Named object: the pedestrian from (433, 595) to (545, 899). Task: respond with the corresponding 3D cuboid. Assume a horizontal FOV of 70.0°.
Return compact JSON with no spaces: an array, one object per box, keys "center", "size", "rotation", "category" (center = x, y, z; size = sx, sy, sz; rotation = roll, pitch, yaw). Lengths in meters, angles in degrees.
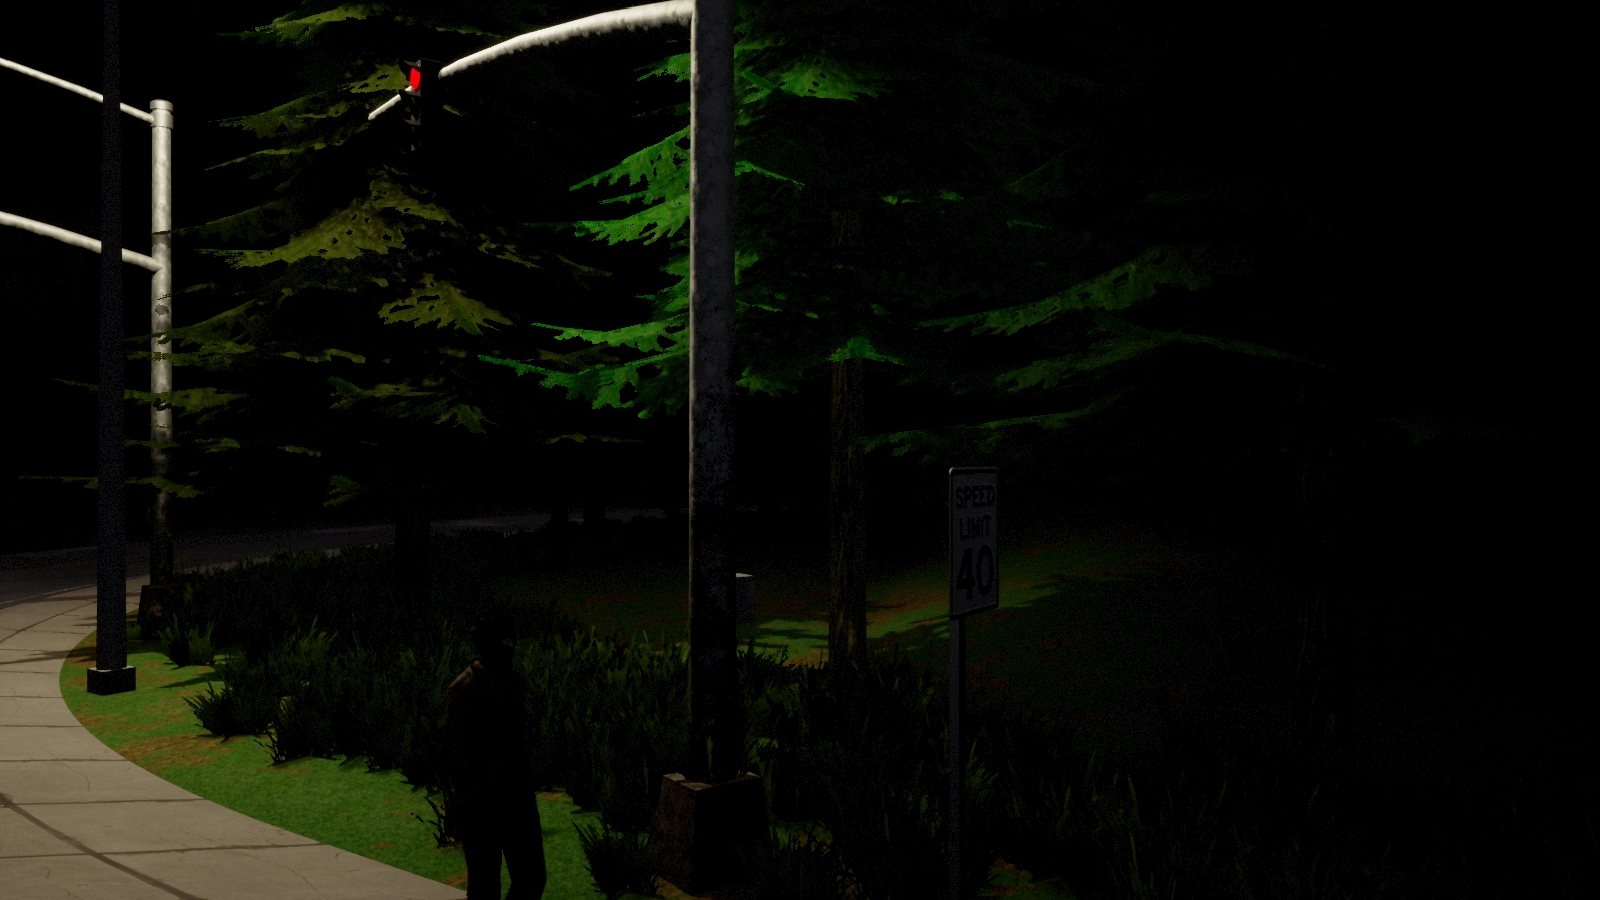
[{"center":[-1.513,1.671,5.565],"size":[0.375,1.860,0.375],"rotation":[0,0,35],"category":"pedestrian"}]
